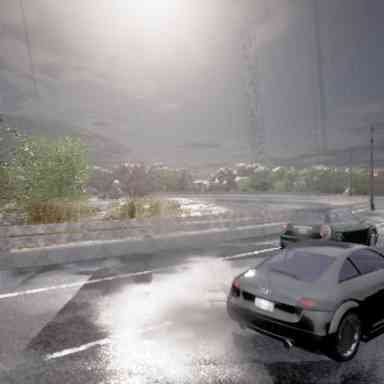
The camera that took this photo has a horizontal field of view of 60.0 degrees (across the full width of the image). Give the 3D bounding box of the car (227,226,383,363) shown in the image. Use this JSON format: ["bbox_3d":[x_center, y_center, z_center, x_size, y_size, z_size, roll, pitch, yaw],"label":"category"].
[{"bbox_3d":[2.620,1.578,6.004,4.181,1.385,1.994,0,0,-38],"label":"car"}]

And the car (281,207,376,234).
[{"bbox_3d":[5.454,1.381,13.030,4.553,1.767,2.097,0,0,-42],"label":"car"}]
